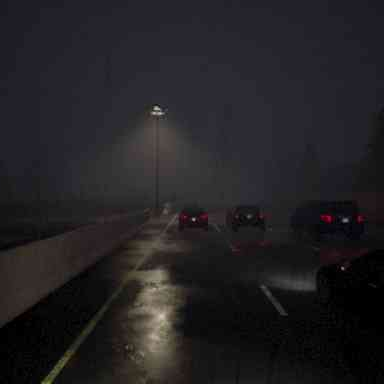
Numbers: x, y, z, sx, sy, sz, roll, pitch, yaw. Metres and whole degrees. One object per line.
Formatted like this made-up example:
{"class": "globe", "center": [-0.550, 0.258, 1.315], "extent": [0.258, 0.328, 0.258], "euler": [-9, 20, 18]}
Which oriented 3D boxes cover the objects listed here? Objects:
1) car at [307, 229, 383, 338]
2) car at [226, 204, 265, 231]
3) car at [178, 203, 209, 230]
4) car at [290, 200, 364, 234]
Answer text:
{"class": "car", "center": [3.601, 1.589, 5.281], "extent": [1.812, 1.442, 4.674], "euler": [0, -1, 0]}
{"class": "car", "center": [3.604, 1.622, 23.061], "extent": [2.097, 1.767, 4.553], "euler": [0, -1, 0]}
{"class": "car", "center": [0.104, 1.775, 23.207], "extent": [2.163, 1.488, 4.792], "euler": [0, -1, 0]}
{"class": "car", "center": [7.104, 1.433, 18.071], "extent": [2.150, 2.045, 5.566], "euler": [0, -1, 0]}
